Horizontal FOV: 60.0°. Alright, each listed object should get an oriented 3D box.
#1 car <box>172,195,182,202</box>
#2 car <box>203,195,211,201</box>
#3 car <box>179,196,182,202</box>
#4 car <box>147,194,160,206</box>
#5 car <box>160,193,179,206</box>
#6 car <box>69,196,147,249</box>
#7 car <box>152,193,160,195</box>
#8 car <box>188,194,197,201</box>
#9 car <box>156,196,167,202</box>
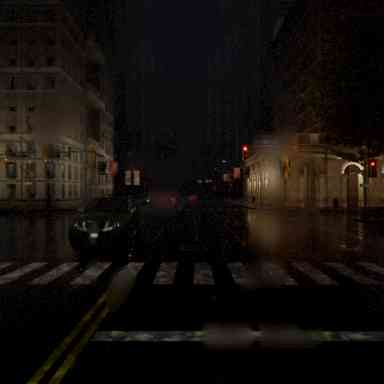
[{"bbox_3d":[-3.404,1.525,75.794,2.128,1.511,4.902,0,0,1],"label":"car"},{"bbox_3d":[3.623,1.464,78.553,2.033,1.411,5.357,0,0,1],"label":"car"},{"bbox_3d":[-3.546,1.547,65.186,2.033,1.411,5.357,0,0,1],"label":"car"},{"bbox_3d":[-7.133,1.547,55.523,2.033,1.411,5.357,0,0,0],"label":"car"},{"bbox_3d":[-3.625,1.352,54.594,2.097,1.767,4.553,0,0,0],"label":"car"},{"bbox_3d":[-3.596,1.221,14.879,2.150,2.045,5.566,0,0,-1],"label":"car"},{"bbox_3d":[-7.042,1.216,65.392,2.150,2.045,5.566,0,1,1],"label":"car"},{"bbox_3d":[0.122,1.279,78.555,2.097,1.767,4.553,0,0,1],"label":"car"},{"bbox_3d":[-6.904,1.539,75.826,2.033,1.411,5.357,0,0,1],"label":"car"}]
